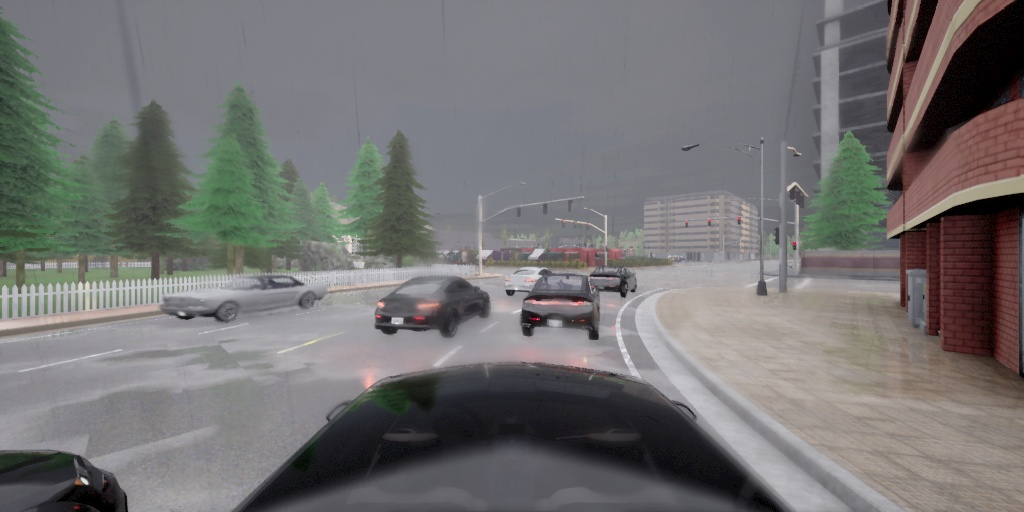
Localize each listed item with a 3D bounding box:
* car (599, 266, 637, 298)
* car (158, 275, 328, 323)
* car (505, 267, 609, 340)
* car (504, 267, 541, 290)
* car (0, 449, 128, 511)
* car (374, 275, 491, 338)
[{"bbox_3d":[5.285,1.242,18.723,2.128,1.511,4.902,0,0,28],"label":"car"},{"bbox_3d":[-8.898,1.351,12.424,1.895,1.301,4.718,0,0,16],"label":"car"},{"bbox_3d":[1.530,1.242,10.094,2.128,1.511,4.902,0,0,14],"label":"car"},{"bbox_3d":[1.208,1.276,18.723,1.812,1.442,4.674,0,0,26],"label":"car"},{"bbox_3d":[-3.170,1.314,0.306,1.994,1.385,4.181,0,0,-3],"label":"car"},{"bbox_3d":[-2.017,1.276,10.215,1.812,1.442,4.674,0,0,13],"label":"car"}]
